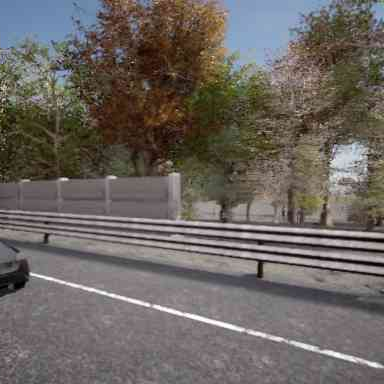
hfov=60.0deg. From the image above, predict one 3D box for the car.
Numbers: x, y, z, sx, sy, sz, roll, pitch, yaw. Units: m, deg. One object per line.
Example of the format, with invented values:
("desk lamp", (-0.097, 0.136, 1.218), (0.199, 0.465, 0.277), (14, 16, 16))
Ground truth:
("car", (-5.752, 1.574, 7.968), (4.181, 1.385, 1.994), (0, 0, 35))
